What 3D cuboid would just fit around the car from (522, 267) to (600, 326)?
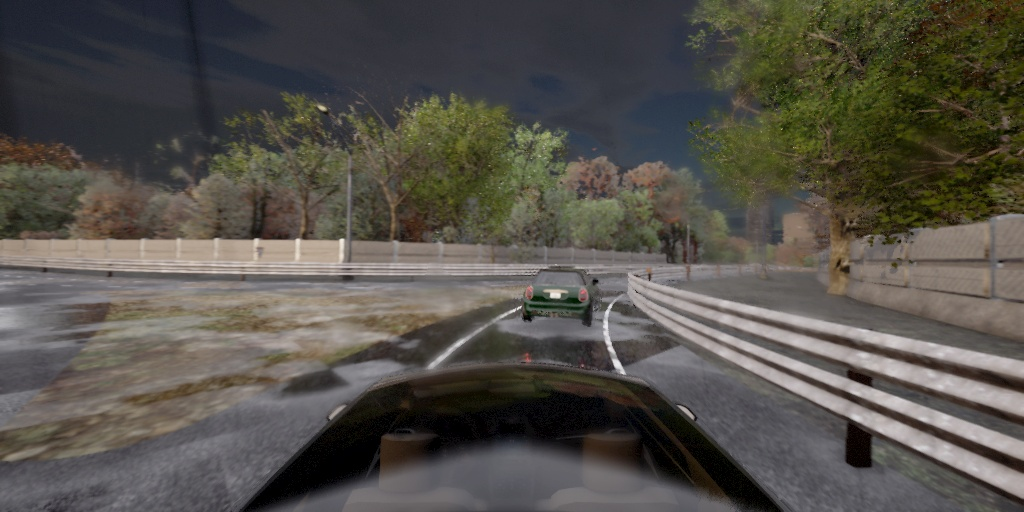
[{"bbox_3d":[1.851,1.166,12.345,2.097,1.767,4.553,1,0,16],"label":"car"}]
